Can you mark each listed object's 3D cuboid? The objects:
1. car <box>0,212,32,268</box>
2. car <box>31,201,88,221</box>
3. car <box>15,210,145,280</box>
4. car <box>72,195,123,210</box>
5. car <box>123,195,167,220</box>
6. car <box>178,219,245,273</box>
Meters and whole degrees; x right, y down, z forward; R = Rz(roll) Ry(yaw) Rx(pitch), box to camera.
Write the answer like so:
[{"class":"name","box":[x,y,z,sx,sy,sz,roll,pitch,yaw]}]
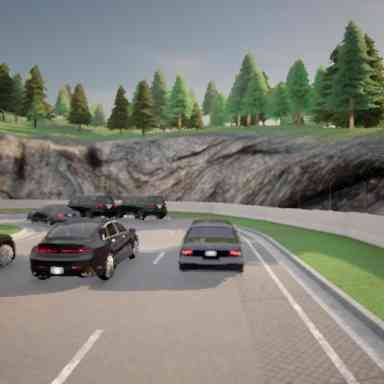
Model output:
[{"class":"car","box":[-6.535,1.498,8.489,2.128,1.511,4.902,0,0,4]},{"class":"car","box":[-9.934,1.593,23.815,5.357,1.411,2.033,0,0,44]},{"class":"car","box":[-2.932,1.531,10.018,1.837,1.490,4.892,0,0,4]},{"class":"car","box":[-8.639,1.282,27.427,5.566,2.045,2.150,0,-1,36]},{"class":"car","box":[-4.507,1.301,28.470,5.566,2.045,2.150,0,-1,45]},{"class":"car","box":[0.625,1.587,10.781,2.033,1.411,5.357,0,0,4]}]
